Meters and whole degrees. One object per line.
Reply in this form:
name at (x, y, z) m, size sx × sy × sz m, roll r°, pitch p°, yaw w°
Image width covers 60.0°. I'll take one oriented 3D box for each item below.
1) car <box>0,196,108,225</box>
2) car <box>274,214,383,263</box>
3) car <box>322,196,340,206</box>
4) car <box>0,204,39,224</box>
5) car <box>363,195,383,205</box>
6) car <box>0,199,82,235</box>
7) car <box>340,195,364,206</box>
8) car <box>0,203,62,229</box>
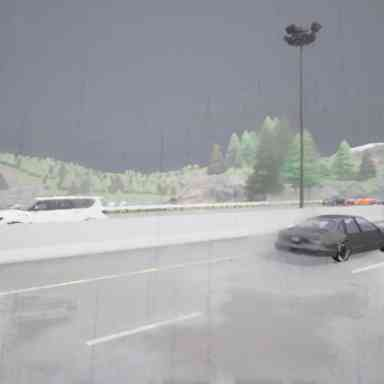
car at (-6.912, 1.210, 16.262) m, size 5.566 × 2.045 × 2.150 m, roll 0°, pitch 0°, yaw -36°
car at (5.269, 1.505, 11.812) m, size 5.357 × 1.411 × 2.033 m, roll 0°, pitch 0°, yaw -36°
car at (21.237, 1.317, 49.241) m, size 4.902 × 1.511 × 2.128 m, roll 0°, pitch 0°, yaw -35°
car at (-13.883, 1.596, 24.187) m, size 4.718 × 1.301 × 1.895 m, roll 0°, pitch 0°, yaw -36°
car at (24.650, 1.353, 43.063) m, size 4.674 × 1.442 × 1.812 m, roll -1°, pitch 0°, yaw -35°
car at (-8.930, 1.341, 19.122) m, size 4.553 × 1.767 × 2.097 m, roll 0°, pitch 0°, yaw -36°
car at (23.285, 1.177, 46.375) m, size 4.553 × 1.767 × 2.097 m, roll 0°, pitch 0°, yaw -35°
car at (-11.219, 1.517, 21.787) m, size 4.674 × 1.442 × 1.812 m, roll 0°, pitch 0°, yaw -36°
